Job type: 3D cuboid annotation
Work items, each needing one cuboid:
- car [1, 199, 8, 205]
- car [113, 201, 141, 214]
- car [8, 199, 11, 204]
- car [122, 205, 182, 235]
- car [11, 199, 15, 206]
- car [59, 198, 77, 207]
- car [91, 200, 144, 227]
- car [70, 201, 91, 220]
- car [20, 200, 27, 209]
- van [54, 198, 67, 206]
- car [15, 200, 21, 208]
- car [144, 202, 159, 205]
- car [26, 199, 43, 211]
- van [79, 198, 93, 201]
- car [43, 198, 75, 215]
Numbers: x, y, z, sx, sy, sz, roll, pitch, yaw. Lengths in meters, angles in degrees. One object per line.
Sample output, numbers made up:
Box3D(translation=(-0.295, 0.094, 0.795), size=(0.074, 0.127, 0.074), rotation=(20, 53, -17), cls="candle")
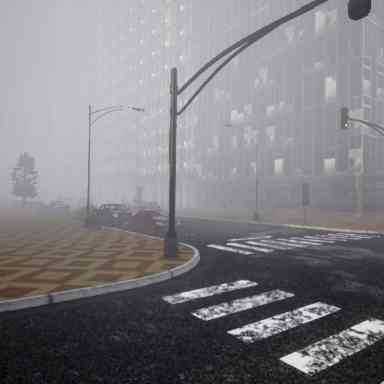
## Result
Box3D(translation=(-41.296, 2.287, 75.283), size=(2.008, 1.369, 4.403), rotation=(1, -1, -35), cls="car")
Box3D(translation=(-8.486, 1.974, 42.946), size=(1.752, 1.417, 4.829), rotation=(1, -1, -35), cls="car")
Box3D(translation=(-34.787, 2.209, 65.965), size=(1.802, 1.307, 4.206), rotation=(1, -1, -35), cls="car")
Box3D(translation=(-2.241, 1.662, 19.372), size=(1.802, 1.307, 4.206), rotation=(1, -1, -35), cls="car")
Box3D(translation=(-31.533, 2.123, 61.305), size=(2.008, 1.369, 4.403), rotation=(1, -1, -35), cls="car")
Box3D(translation=(-24.662, 2.036, 66.106), size=(2.192, 1.841, 5.009), rotation=(1, -1, -35), cls="car")
Box3D(translation=(-5.496, 1.575, 24.033), size=(1.967, 1.590, 4.097), rotation=(1, -1, -35), cls="car")
Box3D(translation=(-8.653, 1.713, 28.552), size=(1.752, 1.417, 4.829), rotation=(1, -1, -35), cls="car")
Box3D(translation=(-25.023, 2.029, 51.987), size=(1.947, 1.339, 4.313), rotation=(1, -1, -35), cls="car")
Box3D(translation=(-27.916, 2.117, 70.765), size=(1.690, 1.788, 3.998), rotation=(1, -1, -35), cls="van")
Box3D(translation=(-28.277, 2.062, 56.647), size=(1.887, 1.381, 4.507), rotation=(1, -1, -35), cls="car")
Box3D(translation=(-5.135, 1.832, 38.149), size=(1.967, 1.590, 4.097), rotation=(1, -1, -35), cls="car")
Box3D(translation=(-21.769, 1.959, 47.328), size=(2.008, 1.369, 4.403), rotation=(1, -1, -35), cls="car")
Box3D(translation=(-18.153, 1.952, 56.787), size=(1.690, 1.788, 3.998), rotation=(1, -1, -35), cls="van")
Box3D(translation=(-15.259, 1.739, 38.011), size=(1.967, 1.590, 4.097), rotation=(1, -1, -35), cls="car")
